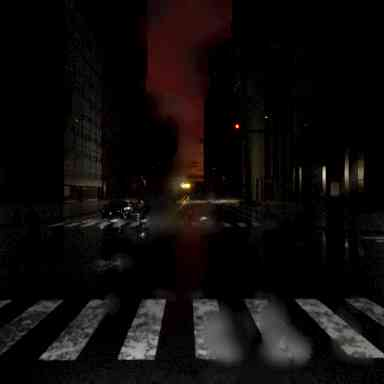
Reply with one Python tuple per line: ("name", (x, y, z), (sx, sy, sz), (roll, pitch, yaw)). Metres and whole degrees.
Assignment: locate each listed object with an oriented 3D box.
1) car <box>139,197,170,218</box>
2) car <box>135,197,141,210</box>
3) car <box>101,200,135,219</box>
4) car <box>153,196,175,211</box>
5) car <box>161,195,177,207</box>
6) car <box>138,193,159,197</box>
("car", (-3.379, 1.476, 30.891), (1.882, 1.535, 5.008), (0, 0, 0))
("car", (-6.641, 1.599, 38.863), (1.895, 1.301, 4.718), (0, 0, 0))
("car", (-6.646, 1.503, 29.600), (1.837, 1.490, 4.892), (0, 0, 1))
("car", (-3.396, 1.524, 40.171), (1.812, 1.442, 4.674), (0, 0, 0))
("car", (-3.387, 1.562, 51.659), (1.994, 1.385, 4.181), (0, 0, 1))
("car", (-6.644, 1.220, 49.161), (2.150, 2.045, 5.566), (0, 0, 1))
